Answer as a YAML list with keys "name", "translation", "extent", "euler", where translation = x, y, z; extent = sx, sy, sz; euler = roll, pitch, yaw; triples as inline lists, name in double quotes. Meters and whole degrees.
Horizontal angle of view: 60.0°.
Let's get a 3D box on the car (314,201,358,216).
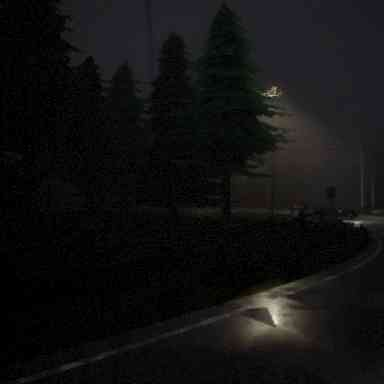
- name: "car"
  translation: [12.094, 1.515, 28.348]
  extent: [1.812, 1.442, 4.674]
  euler: [0, 0, -8]
